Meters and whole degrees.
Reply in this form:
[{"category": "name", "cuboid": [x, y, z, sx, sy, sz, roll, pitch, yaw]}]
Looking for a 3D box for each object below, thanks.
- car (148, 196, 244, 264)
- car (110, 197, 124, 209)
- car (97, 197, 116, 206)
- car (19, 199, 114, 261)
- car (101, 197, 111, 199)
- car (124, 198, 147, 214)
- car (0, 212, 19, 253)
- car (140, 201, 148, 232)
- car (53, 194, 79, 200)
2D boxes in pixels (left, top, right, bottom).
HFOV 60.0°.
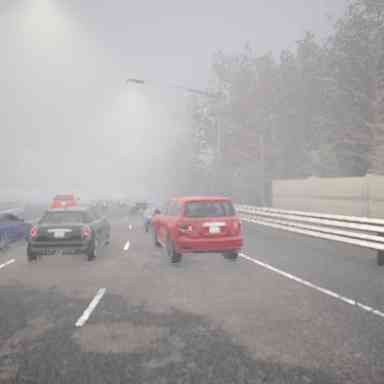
[{"category": "car", "cuboid": [-0.038, 1.178, 12.004, 2.150, 2.045, 5.566, 0, 0, -15]}, {"category": "car", "cuboid": [-9.092, 1.506, 43.465, 1.895, 1.301, 4.718, 0, 0, -22]}, {"category": "car", "cuboid": [-13.688, 1.498, 53.055, 1.895, 1.301, 4.718, 0, 0, -29]}, {"category": "car", "cuboid": [-4.355, 1.333, 12.428, 2.097, 1.767, 4.553, 0, 0, -7]}, {"category": "car", "cuboid": [-11.463, 1.528, 40.384, 1.895, 1.301, 4.718, 0, 0, -21]}, {"category": "car", "cuboid": [-5.476, 1.423, 33.826, 1.837, 1.490, 4.892, 0, 0, -18]}, {"category": "car", "cuboid": [-7.999, 1.522, 13.520, 1.812, 1.442, 4.674, 0, 0, -8]}, {"category": "car", "cuboid": [-1.945, 1.471, 19.853, 1.812, 1.442, 4.674, 0, 0, -10]}, {"category": "car", "cuboid": [-12.224, 1.179, 32.132, 2.150, 2.045, 5.566, 0, 0, -18]}]
